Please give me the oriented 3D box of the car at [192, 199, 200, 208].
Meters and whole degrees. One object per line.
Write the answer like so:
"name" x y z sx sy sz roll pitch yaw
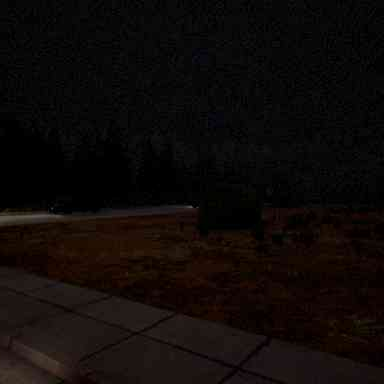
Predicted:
"car" 1.880 1.580 47.269 1.994 1.385 4.181 0 0 39

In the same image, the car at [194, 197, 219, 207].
"car" 2.405 1.578 53.916 1.994 1.385 4.181 0 0 37

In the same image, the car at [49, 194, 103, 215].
"car" -11.949 1.235 34.600 2.150 2.045 5.566 0 0 36
